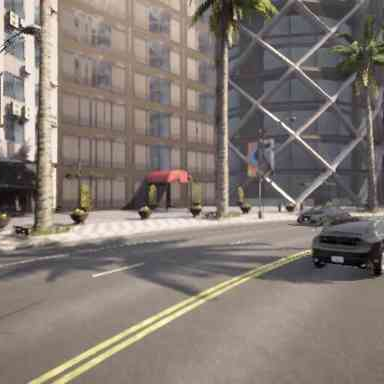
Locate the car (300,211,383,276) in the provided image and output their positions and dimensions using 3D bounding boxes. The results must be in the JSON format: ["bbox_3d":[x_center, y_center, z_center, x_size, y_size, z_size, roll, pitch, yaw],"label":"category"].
[{"bbox_3d":[5.405,1.548,10.706,1.837,1.490,4.892,-1,-1,40],"label":"car"}]

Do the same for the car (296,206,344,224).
[{"bbox_3d":[9.423,1.667,23.774,4.181,1.385,1.994,0,0,-33],"label":"car"}]
